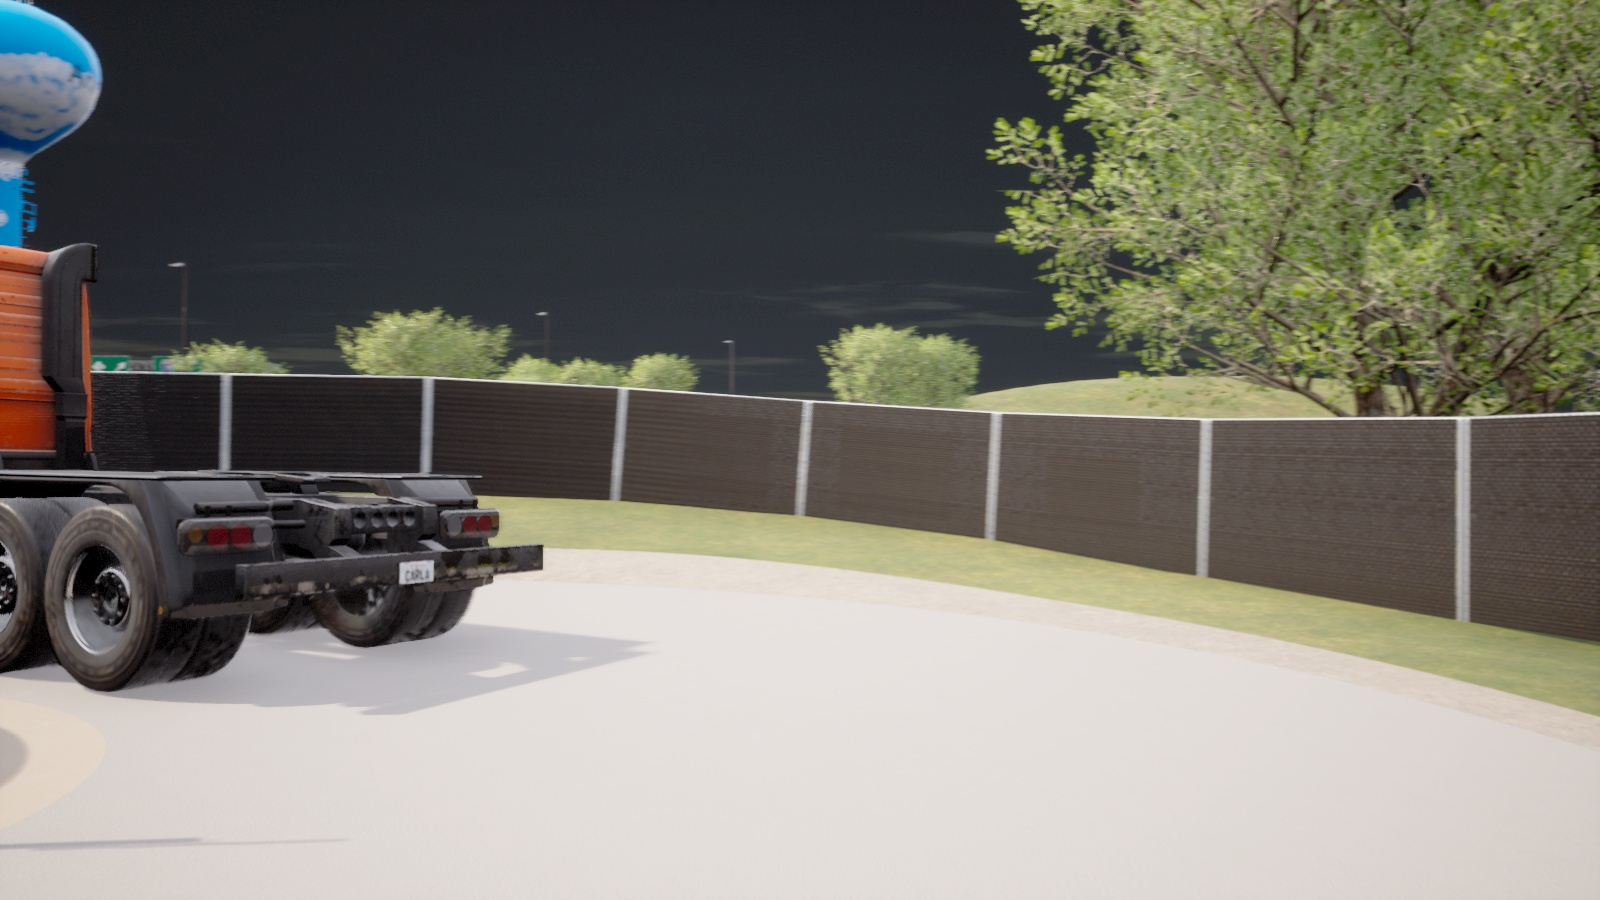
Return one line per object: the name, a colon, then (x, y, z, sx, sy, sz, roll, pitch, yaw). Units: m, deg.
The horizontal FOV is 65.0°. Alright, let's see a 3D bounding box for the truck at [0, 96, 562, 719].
truck: (-6.003, -0.232, 10.125, 7.936, 3.462, 2.891, 0, -1, 28)
